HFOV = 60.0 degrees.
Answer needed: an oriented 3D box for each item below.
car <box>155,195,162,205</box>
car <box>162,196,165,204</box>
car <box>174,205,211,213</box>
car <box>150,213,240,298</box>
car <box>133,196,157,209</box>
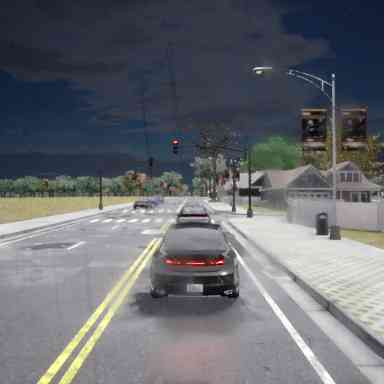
[{"bbox_3d":[-6.642,1.482,55.388,1.882,1.535,5.008,0,0,0],"label":"car"},{"bbox_3d":[-6.603,1.356,65.702,2.097,1.767,4.553,0,0,0],"label":"car"},{"bbox_3d":[0.056,1.501,18.770,2.128,1.511,4.902,0,0,-2],"label":"car"},{"bbox_3d":[0.075,1.510,8.500,1.837,1.490,4.892,0,0,1],"label":"car"},{"bbox_3d":[-6.622,1.556,45.537,2.033,1.411,5.357,0,0,4],"label":"car"}]
